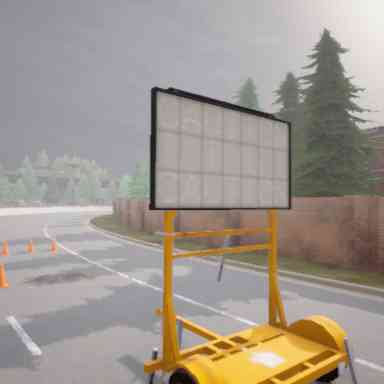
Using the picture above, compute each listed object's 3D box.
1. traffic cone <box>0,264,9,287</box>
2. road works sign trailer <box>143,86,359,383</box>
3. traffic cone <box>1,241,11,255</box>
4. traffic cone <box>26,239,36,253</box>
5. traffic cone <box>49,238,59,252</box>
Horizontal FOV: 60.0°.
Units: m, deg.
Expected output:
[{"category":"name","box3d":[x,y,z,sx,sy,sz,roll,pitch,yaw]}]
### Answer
[{"category":"traffic cone","box3d":[-5.128,2.234,8.955,0.340,0.580,0.340,2,-3,-38]},{"category":"road works sign trailer","box3d":[0.354,0.634,4.391,2.380,3.560,2.880,2,-3,-38]},{"category":"traffic cone","box3d":[-8.016,2.396,14.305,0.340,0.580,0.340,2,-3,-38]},{"category":"traffic cone","box3d":[-7.226,2.426,14.918,0.340,0.580,0.340,2,-3,-38]},{"category":"traffic cone","box3d":[-6.436,2.455,15.530,0.340,0.580,0.340,2,-3,-38]}]
